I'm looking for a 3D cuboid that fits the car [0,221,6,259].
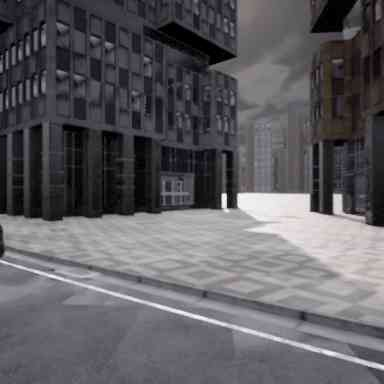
[{"bbox_3d":[-7.567,1.178,9.705,5.566,2.045,2.150,0,0,37],"label":"car"}]
